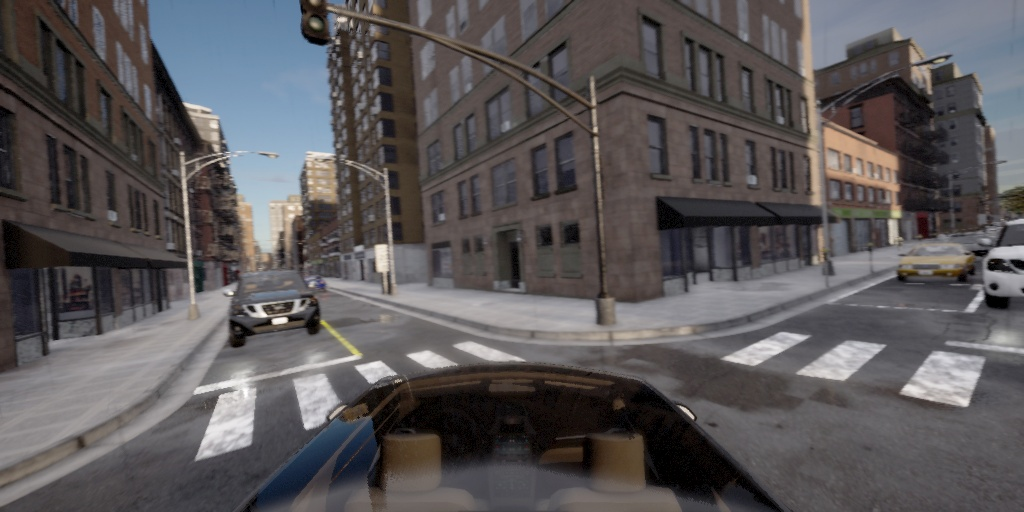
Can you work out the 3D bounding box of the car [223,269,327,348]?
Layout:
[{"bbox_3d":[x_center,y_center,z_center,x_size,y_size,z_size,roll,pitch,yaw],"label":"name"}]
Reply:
[{"bbox_3d":[-7.887,1.495,11.823,2.150,2.045,5.566,-4,0,-37],"label":"car"}]

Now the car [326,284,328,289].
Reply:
[{"bbox_3d":[-17.080,2.380,30.653,1.812,1.442,4.674,-4,0,-34],"label":"car"}]

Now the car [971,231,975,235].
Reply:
[{"bbox_3d":[25.587,-0.548,20.028,4.313,1.339,1.948,0,0,-34],"label":"car"}]

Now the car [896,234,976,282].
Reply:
[{"bbox_3d":[16.073,0.089,13.546,4.829,1.417,1.751,0,0,-34],"label":"car"}]

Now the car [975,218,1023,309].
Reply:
[{"bbox_3d":[12.976,0.040,8.403,5.566,2.045,2.150,-4,1,-34],"label":"car"}]

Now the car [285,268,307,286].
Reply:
[{"bbox_3d":[-29.480,2.867,48.839,2.150,2.045,5.566,-4,-1,-34],"label":"car"}]
